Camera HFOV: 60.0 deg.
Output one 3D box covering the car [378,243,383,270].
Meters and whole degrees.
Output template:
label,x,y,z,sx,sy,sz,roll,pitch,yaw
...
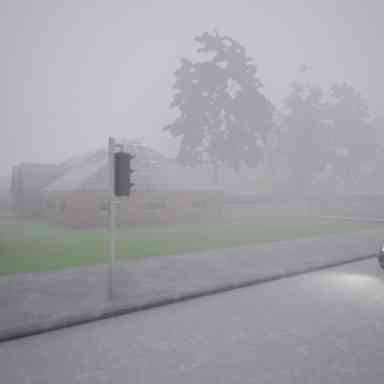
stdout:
label,x,y,z,sx,sy,sz,roll,pitch,yaw
car,7.374,1.543,9.841,4.674,1.442,1.812,0,0,-36
